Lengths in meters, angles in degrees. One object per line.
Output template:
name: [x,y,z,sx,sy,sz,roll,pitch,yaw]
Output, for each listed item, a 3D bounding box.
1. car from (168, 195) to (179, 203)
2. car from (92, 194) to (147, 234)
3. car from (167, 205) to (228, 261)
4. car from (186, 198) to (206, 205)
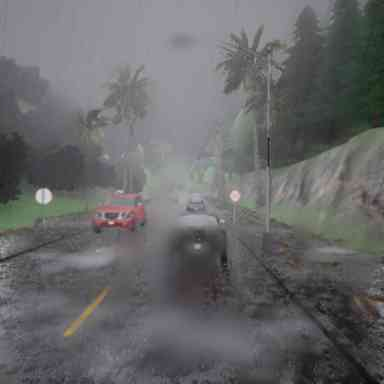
car: [-3.437,1.329,61.923,2.033,1.411,5.357,0,0,1]
car: [-3.935,1.133,19.041,2.150,2.045,5.566,0,0,1]
car: [0.190,1.441,12.100,1.882,1.535,5.008,0,0,1]
car: [0.404,1.390,33.421,2.128,1.511,4.902,0,0,1]
